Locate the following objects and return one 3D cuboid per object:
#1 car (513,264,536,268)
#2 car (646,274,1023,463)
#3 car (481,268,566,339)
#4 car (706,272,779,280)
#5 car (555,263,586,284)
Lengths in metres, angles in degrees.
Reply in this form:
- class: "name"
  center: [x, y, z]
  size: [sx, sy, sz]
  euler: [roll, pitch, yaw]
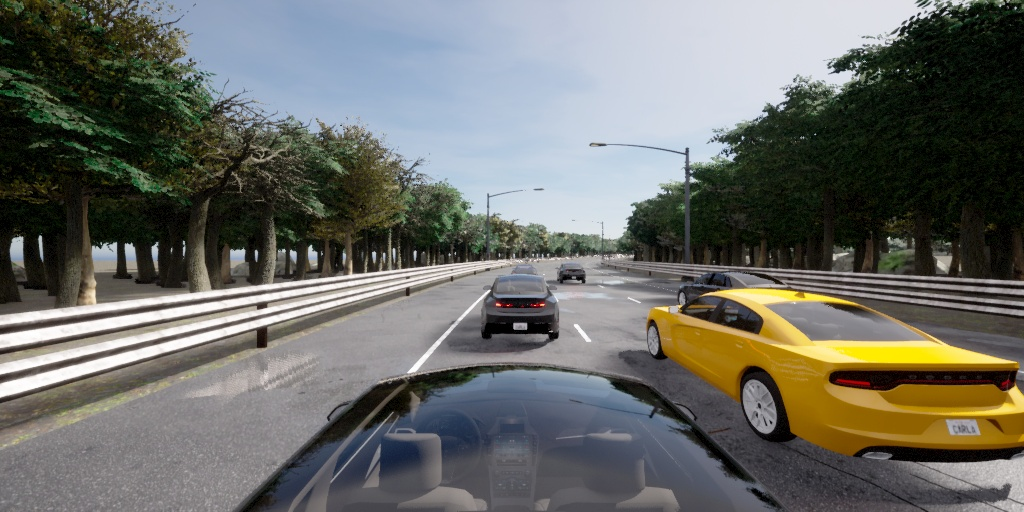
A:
- class: "car"
  center: [0.961, 1.317, 27.489]
  size: [1.994, 1.385, 4.181]
  euler: [0, 0, 3]
- class: "car"
  center: [3.652, 1.227, 5.363]
  size: [1.882, 1.535, 5.008]
  euler: [0, 0, 0]
- class: "car"
  center: [0.225, 1.255, 10.065]
  size: [1.837, 1.490, 4.892]
  euler: [0, 0, 1]
- class: "car"
  center: [7.268, 1.255, 11.991]
  size: [1.837, 1.490, 4.892]
  euler: [0, 0, 2]
- class: "car"
  center: [4.459, 1.257, 27.356]
  size: [1.837, 1.490, 4.892]
  euler: [0, 0, 3]
